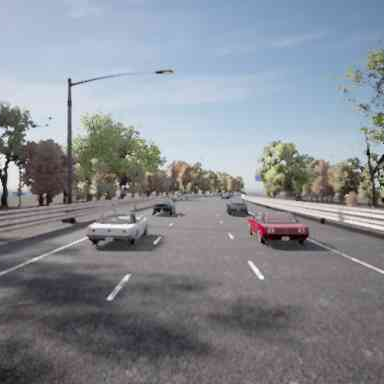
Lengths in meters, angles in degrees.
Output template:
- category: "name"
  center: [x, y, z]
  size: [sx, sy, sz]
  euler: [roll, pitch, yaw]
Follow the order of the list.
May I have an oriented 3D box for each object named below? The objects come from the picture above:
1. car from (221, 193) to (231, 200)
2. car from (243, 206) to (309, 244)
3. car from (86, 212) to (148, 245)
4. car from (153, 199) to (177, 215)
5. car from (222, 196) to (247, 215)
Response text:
- category: "car"
  center: [9.050, 1.395, 91.834]
  size: [2.163, 1.488, 4.792]
  euler: [0, 0, 7]
- category: "car"
  center: [3.784, 1.566, 15.475]
  size: [1.895, 1.301, 4.718]
  euler: [0, 0, 1]
- category: "car"
  center: [-3.215, 1.550, 15.352]
  size: [1.895, 1.301, 4.718]
  euler: [1, 1, 1]
- category: "car"
  center: [-2.661, 1.435, 32.760]
  size: [1.837, 1.490, 4.892]
  euler: [0, 0, 2]
- category: "car"
  center: [4.342, 1.425, 32.658]
  size: [2.128, 1.511, 4.902]
  euler: [0, 0, 2]
